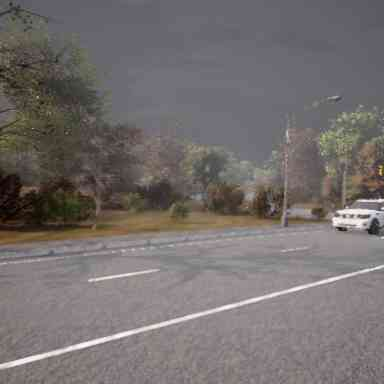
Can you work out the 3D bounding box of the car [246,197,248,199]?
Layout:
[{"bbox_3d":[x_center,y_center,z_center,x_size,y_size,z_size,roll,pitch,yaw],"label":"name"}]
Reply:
[{"bbox_3d":[10.757,1.855,66.549,2.097,1.767,4.553,3,2,-11],"label":"car"}]

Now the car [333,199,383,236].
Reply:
[{"bbox_3d":[11.022,1.457,20.378,5.566,2.045,2.150,2,-1,-35],"label":"car"}]

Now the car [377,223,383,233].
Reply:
[{"bbox_3d":[7.577,1.595,9.243,5.357,1.411,2.033,1,0,-35],"label":"car"}]
